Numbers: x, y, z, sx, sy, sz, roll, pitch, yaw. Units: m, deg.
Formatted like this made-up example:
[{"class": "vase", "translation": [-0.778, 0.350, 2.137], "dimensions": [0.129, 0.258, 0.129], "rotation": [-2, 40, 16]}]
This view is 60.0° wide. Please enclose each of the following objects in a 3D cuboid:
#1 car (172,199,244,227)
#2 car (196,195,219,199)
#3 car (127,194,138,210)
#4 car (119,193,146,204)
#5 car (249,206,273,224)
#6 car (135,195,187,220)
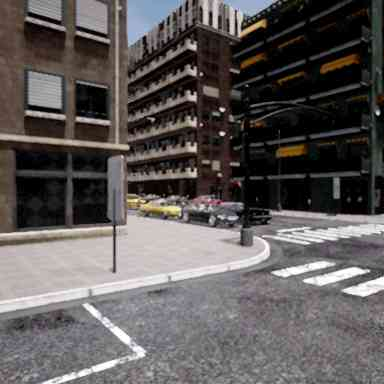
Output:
[{"class": "car", "translation": [1.010, 1.321, 20.442], "dimensions": [2.008, 1.369, 4.403], "rotation": [1, 0, -36]}, {"class": "car", "translation": [1.268, 1.051, 34.349], "dimensions": [1.967, 1.590, 4.097], "rotation": [1, 0, -36]}, {"class": "car", "translation": [-6.500, 1.020, 35.176], "dimensions": [1.882, 1.535, 5.008], "rotation": [0, 1, -36]}, {"class": "car", "translation": [-8.649, 0.905, 48.000], "dimensions": [1.752, 1.417, 4.829], "rotation": [1, 0, -36]}, {"class": "car", "translation": [3.038, 1.368, 22.055], "dimensions": [1.895, 1.301, 4.718], "rotation": [0, 1, -36]}, {"class": "car", "translation": [-2.162, 1.221, 24.809], "dimensions": [1.752, 1.417, 4.829], "rotation": [1, 0, -36]}]
